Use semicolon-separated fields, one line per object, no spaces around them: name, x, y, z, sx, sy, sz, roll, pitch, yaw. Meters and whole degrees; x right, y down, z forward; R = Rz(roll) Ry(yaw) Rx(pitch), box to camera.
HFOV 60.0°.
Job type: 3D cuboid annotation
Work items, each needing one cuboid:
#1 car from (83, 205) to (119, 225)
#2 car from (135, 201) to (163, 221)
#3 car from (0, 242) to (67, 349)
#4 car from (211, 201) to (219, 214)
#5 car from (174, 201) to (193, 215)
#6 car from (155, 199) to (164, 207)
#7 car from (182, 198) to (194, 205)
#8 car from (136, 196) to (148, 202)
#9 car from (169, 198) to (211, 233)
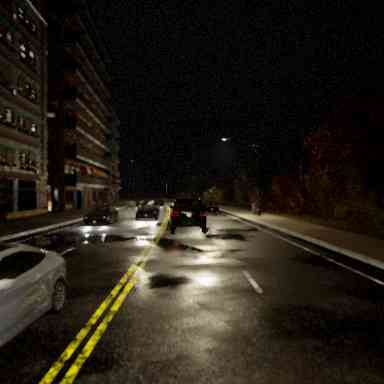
car;-7.101;1.782;26.592;2.033;1.411;5.357;0;0;-2
car;-3.963;1.826;30.227;1.994;1.385;4.181;0;-1;-2
car;-3.391;1.573;5.010;1.812;1.442;4.674;0;0;-1
car;2.124;1.813;40.330;1.882;1.535;5.008;0;0;-3
car;-1.114;1.887;40.249;2.033;1.411;5.357;0;0;-3
car;-6.351;2.081;64.378;2.033;1.411;5.357;0;0;-5
car;-0.992;2.148;75.195;2.033;1.411;5.357;0;0;-7
car;-9.581;1.760;63.972;2.150;2.045;5.566;0;0;-5
car;-0.259;1.405;21.288;2.150;2.045;5.566;0;0;-2
